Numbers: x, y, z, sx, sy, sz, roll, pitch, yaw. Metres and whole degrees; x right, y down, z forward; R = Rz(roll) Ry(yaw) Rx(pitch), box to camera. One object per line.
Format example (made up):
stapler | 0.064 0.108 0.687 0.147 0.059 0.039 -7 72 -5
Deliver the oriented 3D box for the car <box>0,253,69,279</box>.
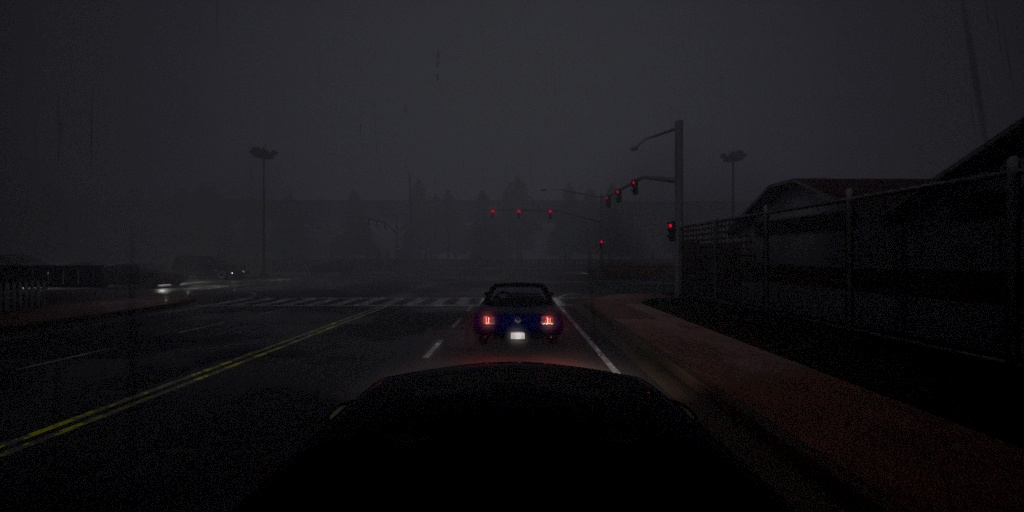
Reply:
car | -37.160 0.819 26.494 5.566 2.045 2.150 2 0 -1

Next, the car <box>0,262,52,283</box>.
car | -33.144 1.268 23.059 4.181 1.385 1.994 1 0 -1

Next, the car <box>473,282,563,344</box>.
car | 0.189 1.351 9.579 1.895 1.301 4.718 0 0 2

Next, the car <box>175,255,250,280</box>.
car | -25.400 0.965 30.188 5.566 2.045 2.150 0 0 -1

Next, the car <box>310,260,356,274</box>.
car | -20.399 1.241 40.976 4.902 1.511 2.128 0 0 -1

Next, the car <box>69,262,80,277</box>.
car | -35.124 1.190 30.029 4.674 1.442 1.812 1 0 -1

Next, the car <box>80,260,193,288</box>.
car | -24.161 1.226 23.207 5.008 1.535 1.882 0 0 -1

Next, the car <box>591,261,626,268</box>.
car | 11.869 1.297 41.532 5.357 1.411 2.033 0 0 -1
